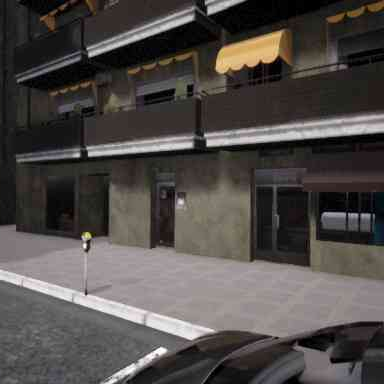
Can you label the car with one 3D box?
[{"bbox_3d":[1.282,1.565,1.951,4.313,1.339,1.947,0,0,36],"label":"car"}]
